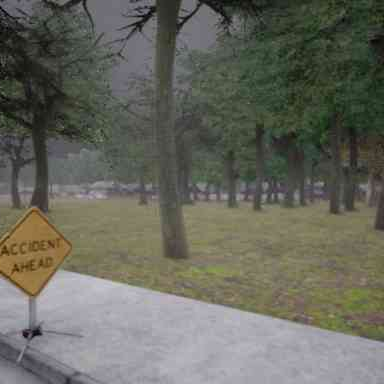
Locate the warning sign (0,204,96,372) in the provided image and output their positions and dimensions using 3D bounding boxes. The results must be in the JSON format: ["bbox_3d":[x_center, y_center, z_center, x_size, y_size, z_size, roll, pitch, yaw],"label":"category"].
[{"bbox_3d":[-2.224,1.130,4.649,1.060,1.860,1.300,0,0,35],"label":"warning sign"}]
